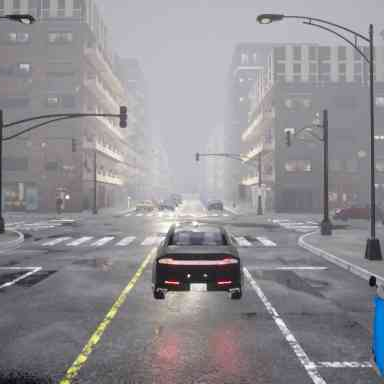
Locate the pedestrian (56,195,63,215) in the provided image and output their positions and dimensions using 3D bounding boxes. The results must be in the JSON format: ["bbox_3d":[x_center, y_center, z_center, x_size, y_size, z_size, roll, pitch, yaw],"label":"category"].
[{"bbox_3d":[-12.472,1.218,31.321,0.375,1.860,0.375,0,-1,1],"label":"pedestrian"}]

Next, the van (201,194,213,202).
[{"bbox_3d":[2.829,1.365,56.774,1.690,1.788,3.998,1,0,0],"label":"van"}]

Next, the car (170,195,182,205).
[{"bbox_3d":[-2.984,1.546,50.747,1.812,1.442,4.674,0,0,0],"label":"car"}]

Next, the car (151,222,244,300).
[{"bbox_3d":[0.119,1.494,8.389,2.128,1.511,4.902,0,0,0],"label":"car"}]

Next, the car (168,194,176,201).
[{"bbox_3d":[-5.480,1.484,90.649,1.967,1.590,4.097,1,0,0],"label":"car"}]

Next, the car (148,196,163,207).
[{"bbox_3d":[-5.565,1.461,51.150,1.967,1.590,4.097,1,0,0],"label":"car"}]

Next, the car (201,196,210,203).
[{"bbox_3d":[2.861,1.615,73.702,1.802,1.307,4.206,1,0,0],"label":"car"}]

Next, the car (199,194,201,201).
[{"bbox_3d":[2.851,1.555,68.230,1.752,1.417,4.829,1,0,0],"label":"car"}]

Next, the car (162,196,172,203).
[{"bbox_3d":[-5.518,1.577,73.721,1.887,1.381,4.507,1,0,0],"label":"car"}]

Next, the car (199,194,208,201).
[{"bbox_3d":[2.890,1.355,84.987,2.192,1.841,5.009,1,0,0],"label":"car"}]

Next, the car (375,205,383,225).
[{"bbox_3d":[13.580,1.584,19.627,4.313,1.339,1.947,0,-1,1],"label":"car"}]

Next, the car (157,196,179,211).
[{"bbox_3d":[-3.013,1.563,40.843,2.033,1.411,5.357,0,0,0],"label":"car"}]

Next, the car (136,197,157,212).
[{"bbox_3d":[-5.591,1.541,39.695,1.752,1.417,4.829,1,0,0],"label":"car"}]

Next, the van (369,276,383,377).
[{"bbox_3d":[2.678,1.342,1.901,1.690,1.788,3.998,1,0,0],"label":"van"}]

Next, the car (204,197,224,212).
[{"bbox_3d":[2.789,1.581,39.847,1.947,1.339,4.313,1,0,0],"label":"car"}]

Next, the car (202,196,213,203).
[{"bbox_3d":[2.801,1.569,45.490,2.008,1.369,4.403,1,0,0],"label":"car"}]

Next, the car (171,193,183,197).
[{"bbox_3d":[-2.930,1.247,61.484,2.150,2.045,5.566,0,0,1],"label":"car"}]

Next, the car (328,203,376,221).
[{"bbox_3d":[13.702,1.609,28.008,4.097,1.590,1.967,0,-1,1],"label":"car"}]
